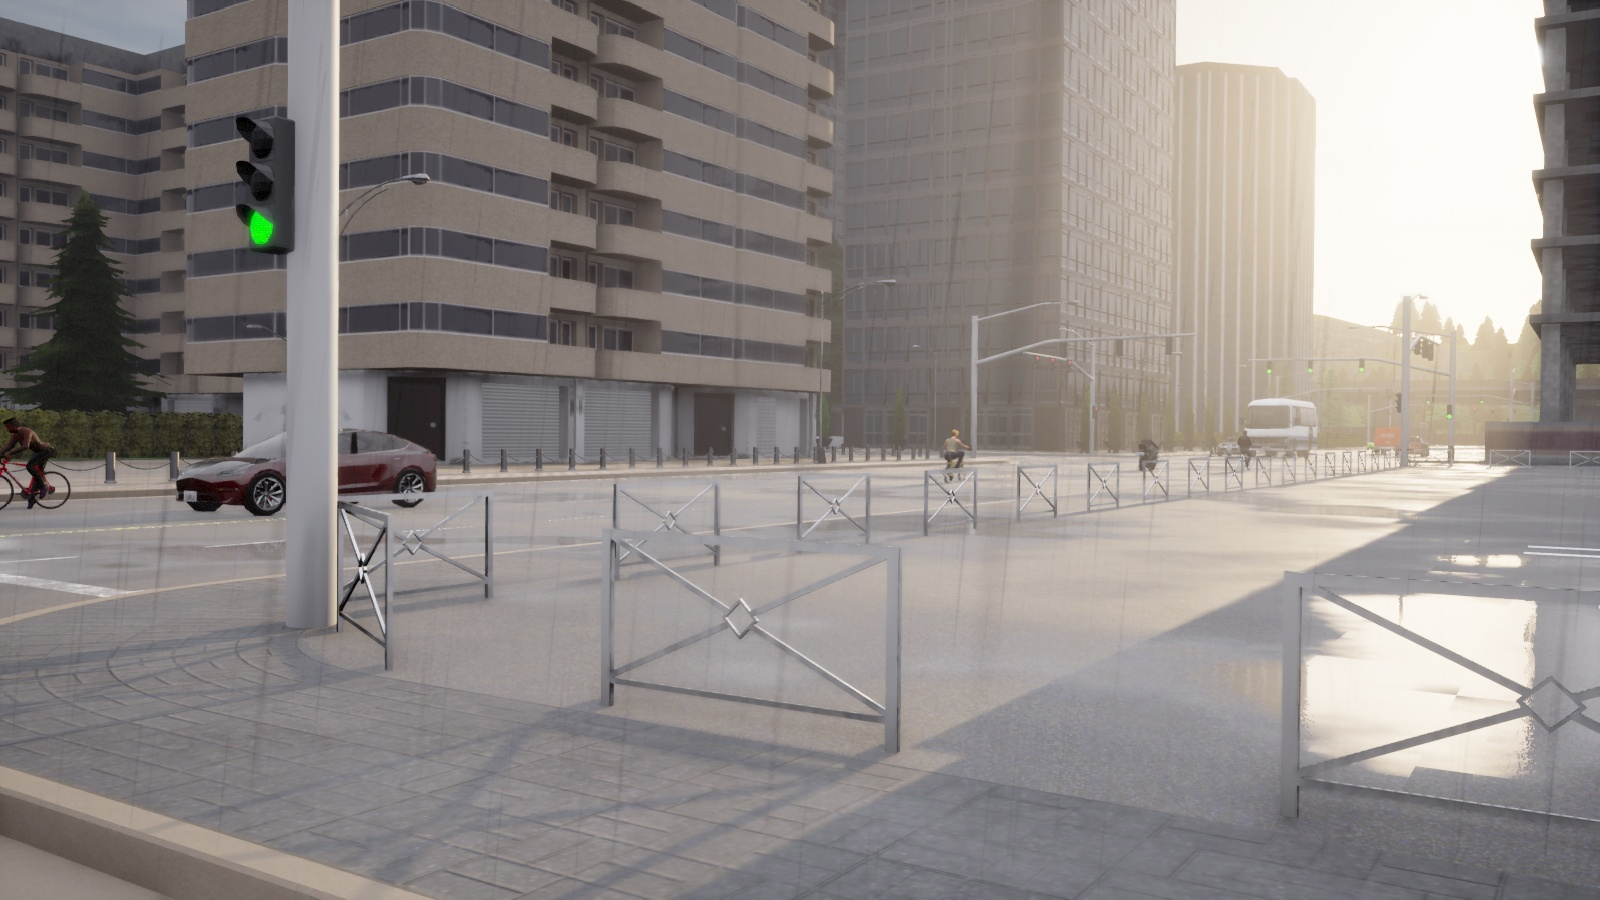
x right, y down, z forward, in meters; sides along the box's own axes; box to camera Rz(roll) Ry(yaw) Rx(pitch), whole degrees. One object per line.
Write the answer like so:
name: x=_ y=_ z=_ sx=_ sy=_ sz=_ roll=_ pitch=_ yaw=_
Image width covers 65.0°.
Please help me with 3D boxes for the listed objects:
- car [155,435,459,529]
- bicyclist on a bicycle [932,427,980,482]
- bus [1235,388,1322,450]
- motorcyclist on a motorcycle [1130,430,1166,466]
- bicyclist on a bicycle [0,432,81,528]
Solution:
car: x=-8.837 y=0.498 z=22.939 sx=2.163 sy=1.488 sz=4.792 roll=0 pitch=1 yaw=33
bicyclist on a bicycle: x=4.682 y=0.112 z=37.616 sx=0.866 sy=1.612 sz=1.509 roll=0 pitch=1 yaw=32
bus: x=35.063 y=-2.215 z=91.767 sx=3.944 sy=4.253 sz=10.273 roll=0 pitch=1 yaw=33
motorcyclist on a motorcycle: x=14.866 y=-0.100 z=53.593 sx=0.866 sy=1.530 sz=2.191 roll=0 pitch=1 yaw=33
bicyclist on a bicycle: x=-13.599 y=0.507 z=21.982 sx=0.582 sy=1.620 sz=1.656 roll=0 pitch=1 yaw=33
